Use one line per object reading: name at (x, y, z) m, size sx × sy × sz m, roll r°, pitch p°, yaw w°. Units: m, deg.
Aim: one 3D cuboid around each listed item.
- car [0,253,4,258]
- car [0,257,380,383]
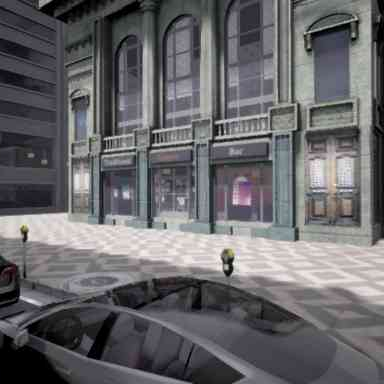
car at (-5.109, 1.567, 6.612) m, size 4.313 × 1.339 × 1.947 m, roll 0°, pitch 0°, yaw 36°
car at (-0.520, 1.566, 3.339) m, size 4.313 × 1.339 × 1.947 m, roll 0°, pitch 0°, yaw 36°
